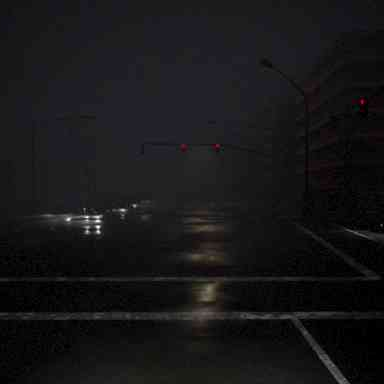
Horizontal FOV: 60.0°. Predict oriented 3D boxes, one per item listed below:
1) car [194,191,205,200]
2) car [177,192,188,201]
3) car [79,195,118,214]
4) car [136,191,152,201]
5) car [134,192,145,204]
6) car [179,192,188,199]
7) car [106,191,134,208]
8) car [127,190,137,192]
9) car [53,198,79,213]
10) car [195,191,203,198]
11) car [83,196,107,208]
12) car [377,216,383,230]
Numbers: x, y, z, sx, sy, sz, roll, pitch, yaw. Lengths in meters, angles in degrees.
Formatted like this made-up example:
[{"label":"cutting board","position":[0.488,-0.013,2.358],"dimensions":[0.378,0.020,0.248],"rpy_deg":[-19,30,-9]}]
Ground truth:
[{"label":"car","position":[1.489,0.711,65.761],"dimensions":[2.097,1.767,4.553],"rpy_deg":[0,1,1]},{"label":"car","position":[-1.921,0.917,65.246],"dimensions":[2.033,1.411,5.357],"rpy_deg":[0,1,1]},{"label":"car","position":[-9.512,1.369,34.369],"dimensions":[2.128,1.511,4.902],"rpy_deg":[0,1,1]},{"label":"car","position":[-9.050,0.918,65.290],"dimensions":[2.033,1.411,5.357],"rpy_deg":[0,1,1]},{"label":"car","position":[-9.270,1.132,53.055],"dimensions":[2.033,1.411,5.357],"rpy_deg":[0,1,1]},{"label":"car","position":[-1.882,0.742,75.897],"dimensions":[2.033,1.411,5.357],"rpy_deg":[0,1,1]},{"label":"car","position":[-9.394,1.106,43.410],"dimensions":[2.097,1.767,4.553],"rpy_deg":[0,1,1]},{"label":"car","position":[-12.478,0.543,68.443],"dimensions":[2.150,2.045,5.566],"rpy_deg":[0,1,1]},{"label":"car","position":[-13.000,1.346,35.436],"dimensions":[1.882,1.535,5.008],"rpy_deg":[0,1,1]},{"label":"car","position":[1.616,0.609,75.807],"dimensions":[1.837,1.490,4.892],"rpy_deg":[0,1,1]},{"label":"car","position":[-12.887,1.302,44.426],"dimensions":[1.994,1.385,4.181],"rpy_deg":[0,1,0]},{"label":"car","position":[12.687,1.526,18.176],"dimensions":[4.674,1.442,1.812],"rpy_deg":[0,0,0]}]
